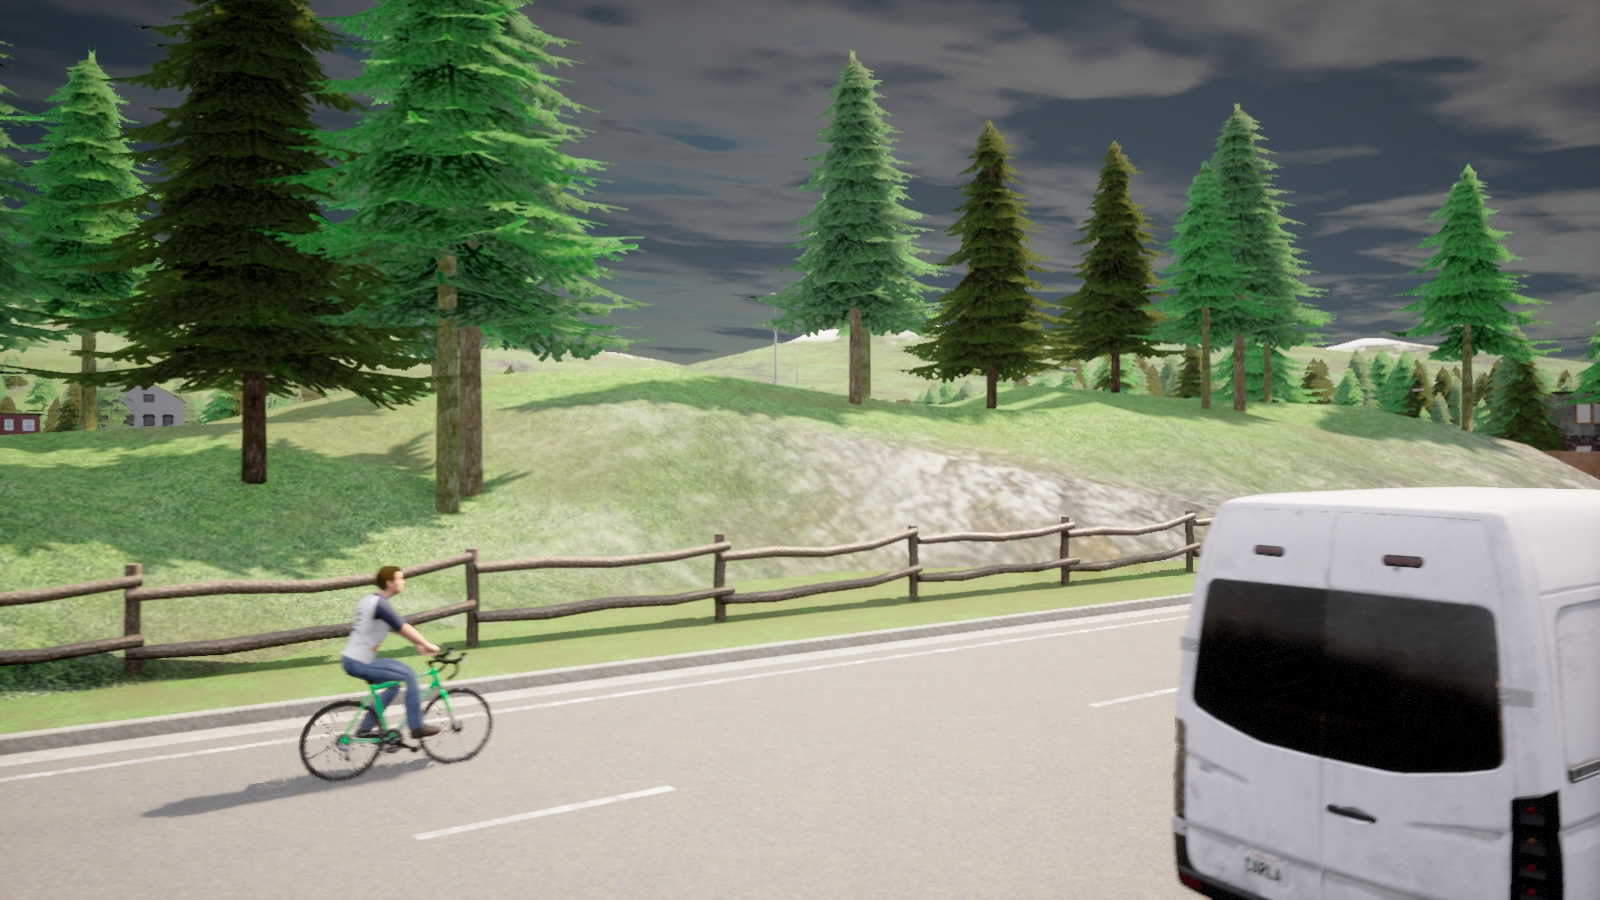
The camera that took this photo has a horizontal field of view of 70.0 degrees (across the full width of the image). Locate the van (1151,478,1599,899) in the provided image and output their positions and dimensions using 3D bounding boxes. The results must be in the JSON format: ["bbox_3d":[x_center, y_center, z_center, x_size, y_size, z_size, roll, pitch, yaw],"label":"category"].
[{"bbox_3d":[4.956,1.523,7.290,5.915,2.561,1.988,0,0,-35],"label":"van"}]

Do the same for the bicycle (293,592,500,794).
[{"bbox_3d":[-3.469,2.051,9.915,1.643,1.496,0.373,1,0,-35],"label":"bicycle"}]
